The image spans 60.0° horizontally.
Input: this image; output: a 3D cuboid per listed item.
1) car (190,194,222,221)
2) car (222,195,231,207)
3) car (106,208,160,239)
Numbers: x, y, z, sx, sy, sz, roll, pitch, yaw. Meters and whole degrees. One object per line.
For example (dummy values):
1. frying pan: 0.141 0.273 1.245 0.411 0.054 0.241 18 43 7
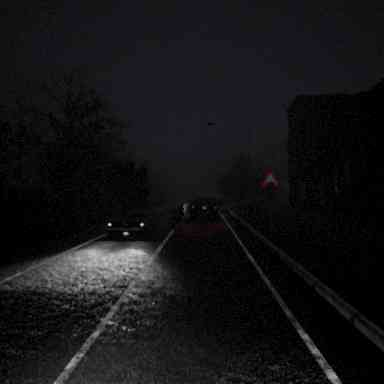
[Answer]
1. car: 0.928 1.153 25.009 2.097 1.767 4.553 0 -1 2
2. car: 3.452 1.053 42.525 1.882 1.535 5.008 -2 0 23
3. car: -2.815 1.493 16.710 1.895 1.301 4.718 0 0 2
